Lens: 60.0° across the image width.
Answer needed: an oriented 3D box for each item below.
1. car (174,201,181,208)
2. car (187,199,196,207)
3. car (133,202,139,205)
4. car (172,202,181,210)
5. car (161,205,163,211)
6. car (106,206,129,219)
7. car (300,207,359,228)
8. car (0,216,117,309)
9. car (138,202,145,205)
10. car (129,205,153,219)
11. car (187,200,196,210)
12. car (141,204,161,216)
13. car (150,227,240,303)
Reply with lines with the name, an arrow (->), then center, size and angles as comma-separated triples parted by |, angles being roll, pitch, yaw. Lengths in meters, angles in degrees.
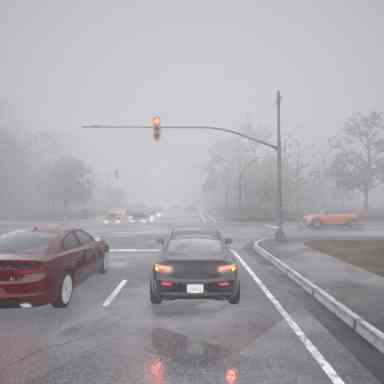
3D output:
car -> -3.761, 3.223, 86.876 | 1.812, 1.442, 4.674 | 0, 0, -4
car -> -0.253, 2.890, 87.001 | 2.097, 1.767, 4.553 | 0, 0, -4
car -> -10.687, 3.103, 55.886 | 2.097, 1.767, 4.553 | 0, -1, 0
car -> -3.642, 3.353, 76.965 | 1.895, 1.301, 4.718 | 0, 0, 0
car -> -7.126, 3.298, 68.863 | 2.128, 1.511, 4.902 | 0, 0, 0
car -> -10.684, 3.030, 47.027 | 1.882, 1.535, 5.008 | 0, -2, 0
car -> 11.757, 2.162, 28.653 | 4.553, 1.767, 2.097 | 0, -3, -2
car -> -3.432, 1.556, 8.110 | 1.882, 1.535, 5.008 | 0, -1, 0
car -> -10.635, 3.030, 67.644 | 2.150, 2.045, 5.566 | 0, 1, 0
car -> -7.173, 3.034, 47.162 | 1.882, 1.535, 5.008 | 0, -2, 1
car -> -0.142, 3.301, 77.266 | 1.994, 1.385, 4.181 | 0, 0, 0
car -> -7.187, 3.265, 57.593 | 2.128, 1.511, 4.902 | 0, -1, 0
car -> 0.065, 1.606, 8.255 | 1.812, 1.442, 4.674 | 0, -1, 0
